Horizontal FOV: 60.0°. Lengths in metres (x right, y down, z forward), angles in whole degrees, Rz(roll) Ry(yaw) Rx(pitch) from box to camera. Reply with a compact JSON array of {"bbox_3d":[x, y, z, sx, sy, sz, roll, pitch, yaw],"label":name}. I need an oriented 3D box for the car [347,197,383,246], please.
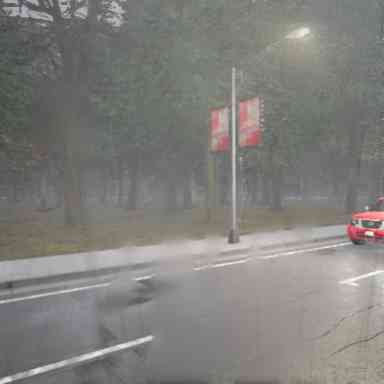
[{"bbox_3d":[8.851,1.192,13.976,5.566,2.045,2.150,0,0,-35],"label":"car"}]
